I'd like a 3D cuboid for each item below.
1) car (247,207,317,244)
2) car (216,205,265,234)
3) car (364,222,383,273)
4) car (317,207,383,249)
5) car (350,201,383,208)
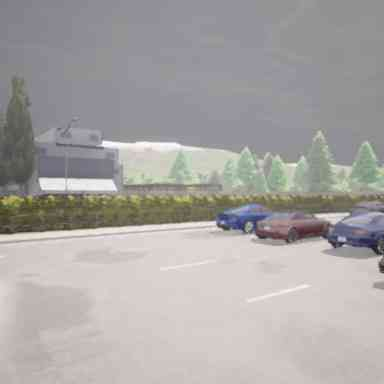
[{"bbox_3d":[4.993,1.572,15.977,4.181,1.385,1.994,0,0,-35],"label":"car"},{"bbox_3d":[3.678,1.485,19.330,5.008,1.535,1.882,0,0,-35],"label":"car"},{"bbox_3d":[7.067,1.554,8.887,5.357,1.411,2.033,0,0,-35],"label":"car"},{"bbox_3d":[7.306,1.533,13.323,4.674,1.442,1.812,0,0,-35],"label":"car"},{"bbox_3d":[14.917,1.507,27.362,4.902,1.511,2.128,0,0,-35],"label":"car"}]
